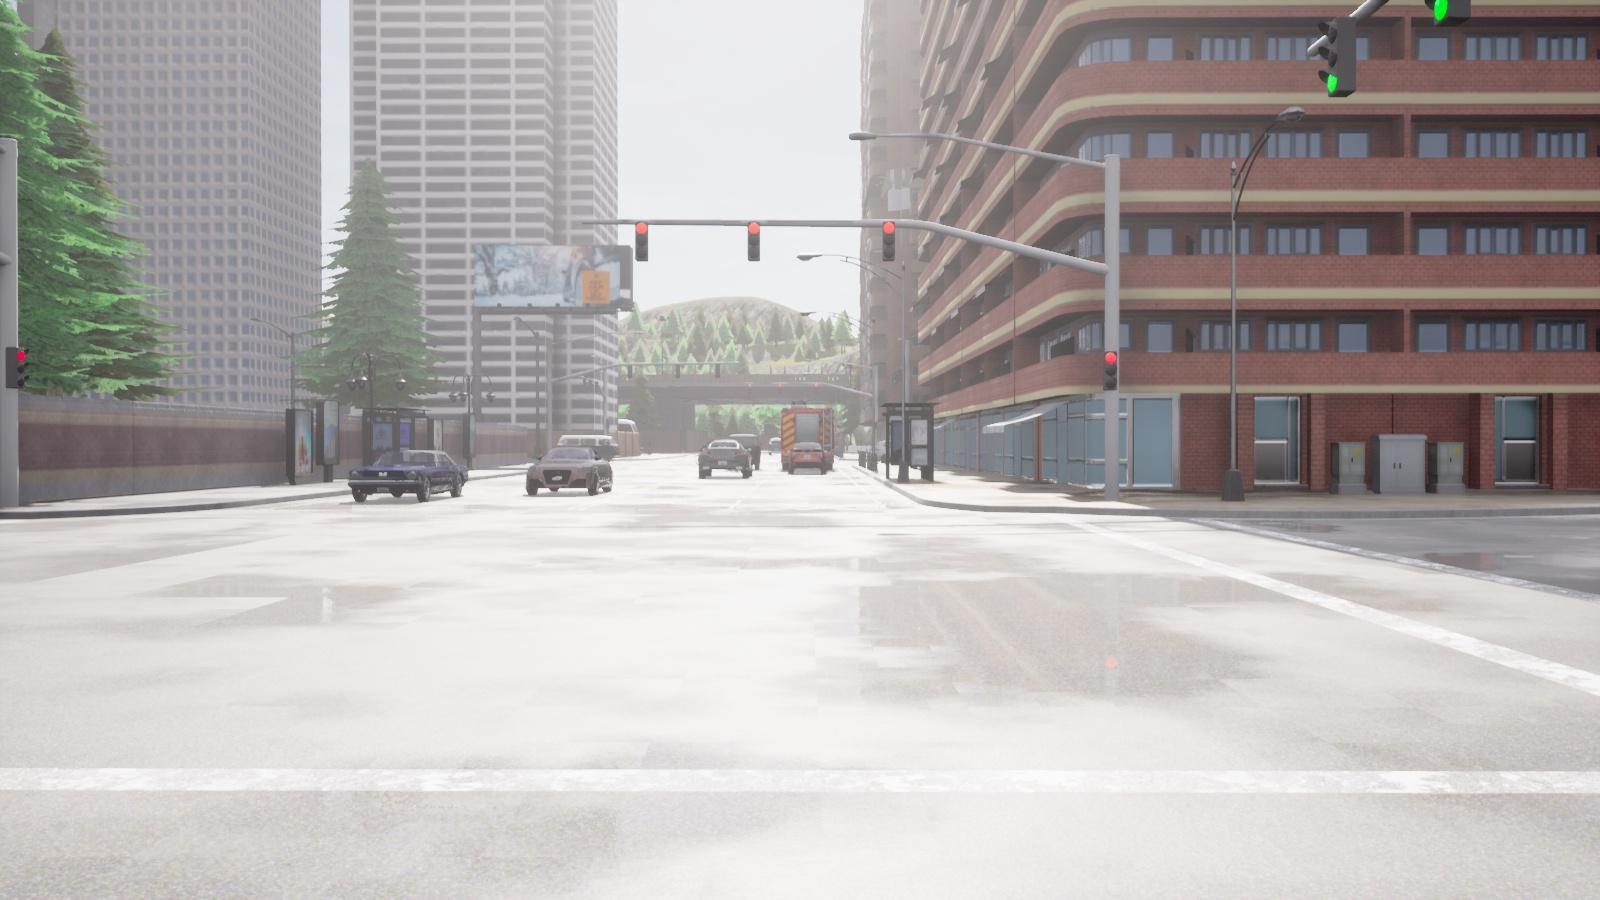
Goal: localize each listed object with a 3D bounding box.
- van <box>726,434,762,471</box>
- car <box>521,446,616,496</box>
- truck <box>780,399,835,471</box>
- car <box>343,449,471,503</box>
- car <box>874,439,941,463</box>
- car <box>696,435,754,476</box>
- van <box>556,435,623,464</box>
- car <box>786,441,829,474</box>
[{"bbox_3d":[-3.095,0.098,69.619,1.775,1.987,4.442,0,0,0],"label":"van"},{"bbox_3d":[-6.770,0.592,37.184,1.994,1.385,4.181,0,0,1],"label":"car"},{"bbox_3d":[0.412,-0.823,70.674,2.891,3.827,8.468,0,0,0],"label":"truck"},{"bbox_3d":[-10.299,0.648,33.270,1.895,1.301,4.718,0,0,0],"label":"car"},{"bbox_3d":[7.665,0.082,89.798,4.611,1.667,2.242,0,0,1],"label":"car"},{"bbox_3d":[-3.181,0.212,54.241,2.152,1.651,5.027,0,0,0],"label":"car"},{"bbox_3d":[-15.072,-0.058,90.046,4.480,2.038,2.069,0,0,1],"label":"van"},{"bbox_3d":[0.355,0.346,60.665,2.007,1.525,4.514,0,0,0],"label":"car"}]
